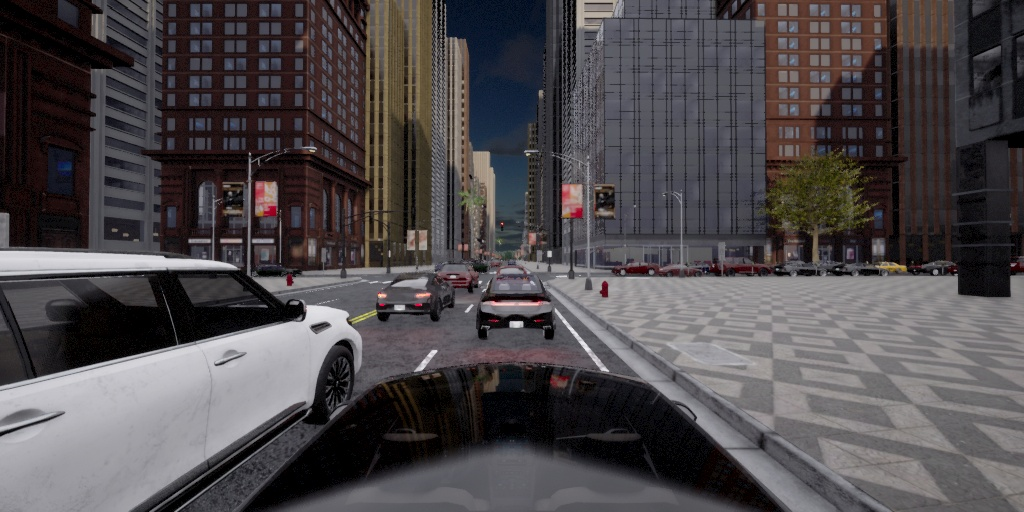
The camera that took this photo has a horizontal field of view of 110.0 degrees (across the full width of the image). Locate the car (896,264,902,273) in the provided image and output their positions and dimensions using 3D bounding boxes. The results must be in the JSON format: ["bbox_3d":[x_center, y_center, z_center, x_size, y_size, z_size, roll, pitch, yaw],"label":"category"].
[{"bbox_3d":[43.177,1.296,41.915,4.829,1.417,1.751,0,0,-1],"label":"car"}]

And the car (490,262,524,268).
[{"bbox_3d":[-0.014,1.260,19.567,1.882,1.535,5.008,0,0,0],"label":"car"}]

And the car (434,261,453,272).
[{"bbox_3d":[-9.877,1.496,51.910,1.812,1.442,4.674,0,0,0],"label":"car"}]

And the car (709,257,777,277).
[{"bbox_3d":[20.930,1.041,33.027,5.009,1.841,2.192,0,0,-1],"label":"car"}]

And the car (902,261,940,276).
[{"bbox_3d":[42.828,1.206,36.010,4.892,1.490,1.837,0,-1,-1],"label":"car"}]

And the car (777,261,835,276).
[{"bbox_3d":[26.567,1.276,33.119,4.313,1.339,1.948,0,0,-1],"label":"car"}]

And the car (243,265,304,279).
[{"bbox_3d":[-23.134,1.530,34.934,4.718,1.301,1.895,0,-1,0],"label":"car"}]

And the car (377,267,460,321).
[{"bbox_3d":[-3.158,1.288,12.376,1.812,1.442,4.674,0,0,0],"label":"car"}]

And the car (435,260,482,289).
[{"bbox_3d":[-3.164,1.142,21.356,2.097,1.767,4.553,0,0,0],"label":"car"}]

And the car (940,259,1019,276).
[{"bbox_3d":[43.480,1.214,33.395,4.507,1.381,1.888,0,0,-1],"label":"car"}]

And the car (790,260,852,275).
[{"bbox_3d":[33.566,1.251,38.998,4.902,1.511,2.128,0,-1,-1],"label":"car"}]

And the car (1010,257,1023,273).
[{"bbox_3d":[49.119,0.973,33.487,5.009,1.841,2.192,0,0,-1],"label":"car"}]

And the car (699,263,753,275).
[{"bbox_3d":[23.155,1.389,38.835,4.718,1.301,1.895,0,-1,-1],"label":"car"}]

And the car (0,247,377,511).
[{"bbox_3d":[-3.155,0.972,2.597,2.150,2.045,5.566,0,0,0],"label":"car"}]

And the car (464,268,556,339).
[{"bbox_3d":[0.093,1.248,10.066,2.128,1.511,4.902,0,0,0],"label":"car"}]

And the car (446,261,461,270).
[{"bbox_3d":[-9.873,1.558,60.833,1.812,1.442,4.674,0,0,0],"label":"car"}]

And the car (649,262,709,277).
[{"bbox_3d":[15.292,1.327,32.935,4.207,1.307,1.802,0,0,-1],"label":"car"}]

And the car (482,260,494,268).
[{"bbox_3d":[-4.507,1.263,42.750,2.097,1.767,4.553,0,-1,25],"label":"car"}]

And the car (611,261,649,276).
[{"bbox_3d":[13.238,1.299,38.687,5.008,1.535,1.882,0,-1,-2],"label":"car"}]

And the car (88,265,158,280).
[{"bbox_3d":[-37.830,1.597,34.933,4.718,1.301,1.895,0,-1,0],"label":"car"}]

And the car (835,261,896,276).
[{"bbox_3d":[32.204,1.260,33.211,4.313,1.339,1.948,0,0,-1],"label":"car"}]
